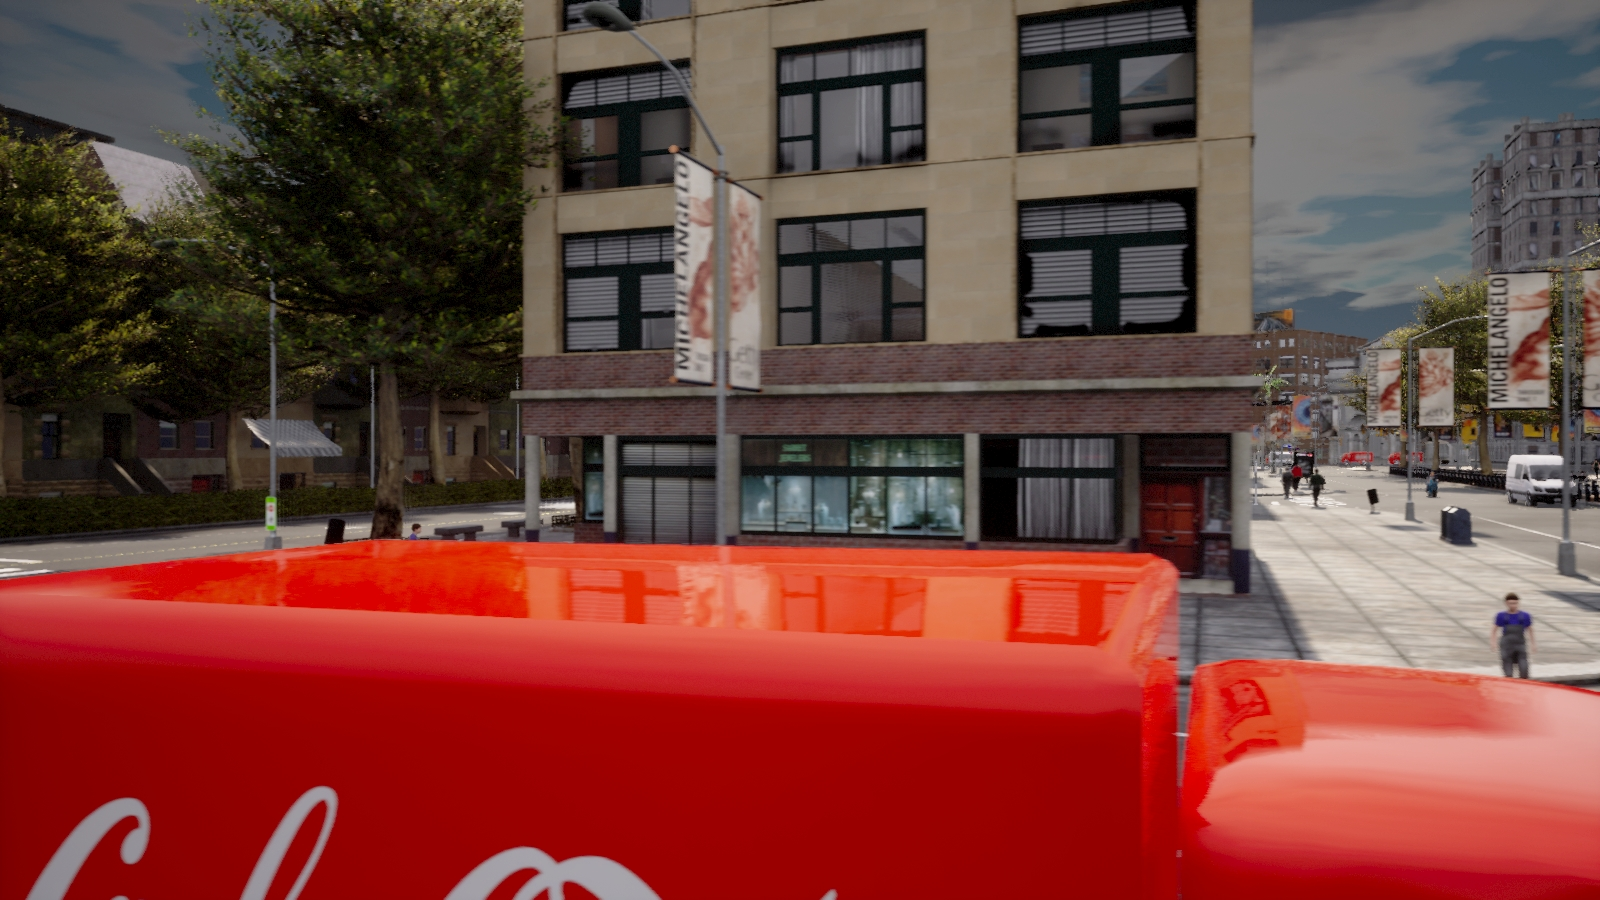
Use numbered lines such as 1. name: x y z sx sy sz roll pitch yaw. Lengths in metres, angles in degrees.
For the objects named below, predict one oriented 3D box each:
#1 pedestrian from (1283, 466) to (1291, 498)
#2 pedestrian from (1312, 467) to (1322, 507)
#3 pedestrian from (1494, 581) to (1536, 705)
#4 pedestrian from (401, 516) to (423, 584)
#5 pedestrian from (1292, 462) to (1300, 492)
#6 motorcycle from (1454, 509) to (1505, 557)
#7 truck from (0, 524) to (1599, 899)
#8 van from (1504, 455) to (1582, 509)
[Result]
1. pedestrian: 28.181 1.849 66.105 0.375 1.860 0.375 0 0 20
2. pedestrian: 23.754 1.697 52.530 0.375 1.860 0.375 0 0 19
3. pedestrian: 7.940 2.129 12.694 0.375 1.300 0.375 0 0 28
4. pedestrian: -7.673 1.972 22.604 0.375 1.300 0.375 0 0 -11
5. pedestrian: 31.067 1.697 71.550 0.375 1.860 0.375 0 0 17
6. motorcycle: 18.244 2.214 30.718 0.803 1.145 2.033 0 0 20
7. truck: 0.215 1.571 3.225 5.204 2.467 2.627 0 0 20
8. van: 37.519 1.538 57.851 1.988 2.561 5.915 0 0 20
